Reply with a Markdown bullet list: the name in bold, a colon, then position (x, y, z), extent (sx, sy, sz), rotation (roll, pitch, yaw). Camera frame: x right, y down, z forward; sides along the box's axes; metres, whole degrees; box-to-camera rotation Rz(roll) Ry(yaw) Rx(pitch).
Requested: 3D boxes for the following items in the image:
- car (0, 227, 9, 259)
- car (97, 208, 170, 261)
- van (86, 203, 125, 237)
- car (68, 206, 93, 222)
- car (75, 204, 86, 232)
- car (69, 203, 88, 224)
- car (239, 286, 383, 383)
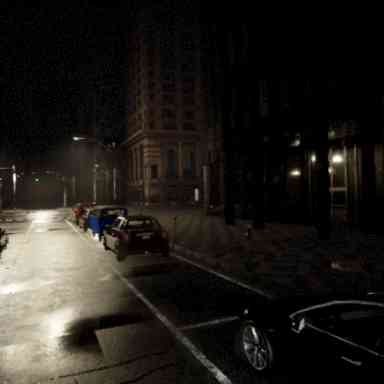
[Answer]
- **car**: position (-8.712, 1.933, 13.515), extent (1.994, 1.385, 4.181), rotation (-1, -1, -23)
- **car**: position (-2.384, 1.644, 13.404), extent (1.967, 1.590, 4.097), rotation (-1, -1, -24)
- **van**: position (-4.645, 1.658, 18.530), extent (1.690, 1.788, 3.998), rotation (-1, -1, -24)
- **car**: position (-11.415, 2.206, 33.904), extent (2.008, 1.369, 4.403), rotation (-1, -1, -24)
- **car**: position (-6.901, 1.869, 23.654), extent (1.967, 1.590, 4.097), rotation (-1, -1, -24)
- **car**: position (-9.163, 1.857, 28.781), extent (2.192, 1.841, 5.009), rotation (-1, -1, -24)
- **car**: position (2.137, 1.545, 3.153), extent (1.947, 1.339, 4.313), rotation (-1, -1, -24)
